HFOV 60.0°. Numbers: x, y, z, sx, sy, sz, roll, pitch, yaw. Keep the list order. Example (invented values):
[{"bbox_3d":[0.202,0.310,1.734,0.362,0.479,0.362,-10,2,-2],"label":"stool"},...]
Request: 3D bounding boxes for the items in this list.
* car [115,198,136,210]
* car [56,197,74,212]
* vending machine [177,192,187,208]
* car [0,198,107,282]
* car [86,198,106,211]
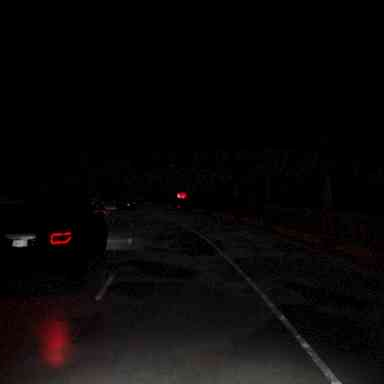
[{"bbox_3d":[-8.275,1.487,41.266,1.994,1.385,4.181,0,0,-22],"label":"car"},{"bbox_3d":[-15.185,1.436,39.707,1.837,1.490,4.892,0,0,-23],"label":"car"},{"bbox_3d":[-1.380,1.106,45.475,1.100,2.100,0.880,0,0,-23],"label":"vending machine"},{"bbox_3d":[-3.990,1.204,9.918,2.150,2.045,5.566,0,0,-5],"label":"car"},{"bbox_3d":[-11.823,1.454,40.681,1.812,1.442,4.674,0,0,-23],"label":"car"}]
